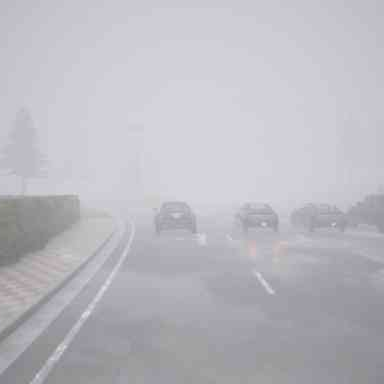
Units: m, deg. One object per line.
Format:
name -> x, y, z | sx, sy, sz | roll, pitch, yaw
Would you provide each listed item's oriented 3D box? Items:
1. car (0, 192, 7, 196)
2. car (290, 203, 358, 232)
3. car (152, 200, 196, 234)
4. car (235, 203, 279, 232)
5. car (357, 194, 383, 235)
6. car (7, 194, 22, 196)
car -> -46.584, 0.828, 81.152 | 4.553, 1.767, 2.097 | 0, 0, 40
car -> 7.100, 1.385, 19.087 | 2.128, 1.511, 4.902 | 0, 0, 0
car -> -1.121, 1.247, 18.751 | 2.097, 1.767, 4.553 | 0, 0, -9
car -> 3.600, 1.385, 19.084 | 2.128, 1.511, 4.902 | 0, 0, 0
car -> 10.601, 1.120, 18.164 | 2.150, 2.045, 5.566 | 0, 0, 0
car -> -38.714, 1.119, 74.464 | 5.357, 1.411, 2.033 | 0, 0, 40
